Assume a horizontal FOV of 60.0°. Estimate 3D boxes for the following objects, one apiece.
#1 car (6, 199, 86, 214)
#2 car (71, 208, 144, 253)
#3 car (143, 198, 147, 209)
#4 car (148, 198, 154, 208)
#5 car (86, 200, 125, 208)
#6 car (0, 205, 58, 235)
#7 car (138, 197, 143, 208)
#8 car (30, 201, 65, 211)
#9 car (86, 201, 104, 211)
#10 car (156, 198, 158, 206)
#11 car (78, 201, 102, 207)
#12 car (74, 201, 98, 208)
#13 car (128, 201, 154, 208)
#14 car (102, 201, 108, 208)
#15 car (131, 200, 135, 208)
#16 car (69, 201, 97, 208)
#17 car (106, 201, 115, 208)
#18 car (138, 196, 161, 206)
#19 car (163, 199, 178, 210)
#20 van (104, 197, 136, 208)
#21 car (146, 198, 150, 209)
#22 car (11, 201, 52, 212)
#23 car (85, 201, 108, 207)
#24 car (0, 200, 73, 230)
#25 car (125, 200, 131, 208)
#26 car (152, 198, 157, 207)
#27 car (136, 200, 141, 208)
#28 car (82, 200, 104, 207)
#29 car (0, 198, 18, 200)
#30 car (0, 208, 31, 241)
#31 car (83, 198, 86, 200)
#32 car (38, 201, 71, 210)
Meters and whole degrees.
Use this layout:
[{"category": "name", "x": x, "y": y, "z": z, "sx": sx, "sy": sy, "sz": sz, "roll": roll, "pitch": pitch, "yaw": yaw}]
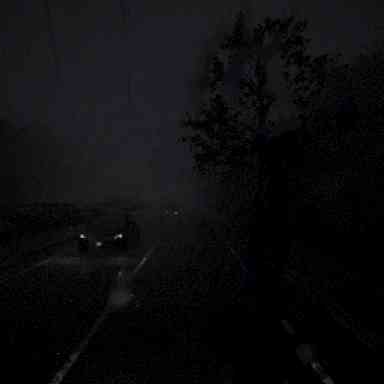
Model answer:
[{"category": "car", "x": -10.286, "y": 1.584, "z": 23.539, "sx": 4.553, "sy": 1.767, "sz": 2.185, "roll": 0, "pitch": -1, "yaw": 0}, {"category": "car", "x": -3.364, "y": 1.628, "z": 14.321, "sx": 1.812, "sy": 1.442, "sz": 4.674, "roll": 0, "pitch": -1, "yaw": 0}, {"category": "car", "x": -10.308, "y": 2.215, "z": 54.071, "sx": 4.892, "sy": 1.521, "sz": 2.231, "roll": 0, "pitch": -1, "yaw": 0}, {"category": "car", "x": -10.128, "y": 2.329, "z": 59.491, "sx": 5.366, "sy": 1.575, "sz": 1.946, "roll": 0, "pitch": -1, "yaw": 0}, {"category": "car", "x": -10.131, "y": 1.887, "z": 34.640, "sx": 5.366, "sy": 1.575, "sz": 1.946, "roll": 0, "pitch": -1, "yaw": 0}, {"category": "car", "x": -10.313, "y": 1.619, "z": 17.985, "sx": 5.008, "sy": 1.535, "sz": 2.097, "roll": 0, "pitch": -1, "yaw": 0}, {"category": "car", "x": -10.346, "y": 2.037, "z": 51.295, "sx": 4.553, "sy": 1.767, "sz": 2.185, "roll": 0, "pitch": -1, "yaw": 0}, {"category": "car", "x": -23.423, "y": 2.244, "z": 54.123, "sx": 4.792, "sy": 1.488, "sz": 2.163, "roll": 0, "pitch": -1, "yaw": 0}, {"category": "car", "x": -10.132, "y": 1.751, "z": 26.313, "sx": 5.366, "sy": 1.575, "sz": 1.946, "roll": 0, "pitch": -1, "yaw": 0}, {"category": "car", "x": -10.498, "y": 2.606, "z": 70.713, "sx": 5.366, "sy": 1.575, "sz": 1.946, "roll": 0, "pitch": -1, "yaw": 0}, {"category": "car", "x": -23.362, "y": 2.776, "z": 76.271, "sx": 4.792, "sy": 1.488, "sz": 2.163, "roll": 0, "pitch": -1, "yaw": 0}, {"category": "car", "x": -23.389, "y": 2.718, "z": 73.501, "sx": 4.674, "sy": 1.452, "sz": 2.002, "roll": 0, "pitch": -1, "yaw": 0}, {"category": "car", "x": -10.319, "y": 2.541, "z": 67.937, "sx": 4.892, "sy": 1.521, "sz": 2.231, "roll": 0, "pitch": -1, "yaw": 0}, {"category": "car", "x": -10.311, "y": 1.801, "z": 29.089, "sx": 4.892, "sy": 1.521, "sz": 2.231, "roll": 0, "pitch": -1, "yaw": 0}, {"category": "car", "x": -10.286, "y": 2.055, "z": 42.967, "sx": 4.792, "sy": 1.488, "sz": 2.163, "roll": 0, "pitch": -1, "yaw": 0}, {"category": "car", "x": -23.207, "y": 2.606, "z": 70.733, "sx": 5.366, "sy": 1.575, "sz": 1.946, "roll": 0, "pitch": -1, "yaw": 0}, {"category": "car", "x": -10.323, "y": 1.846, "z": 31.864, "sx": 4.892, "sy": 1.521, "sz": 2.231, "roll": 0, "pitch": -1, "yaw": 0}, {"category": "car", "x": -10.341, "y": 2.427, "z": 73.494, "sx": 5.566, "sy": 2.045, "sz": 2.435, "roll": 0, "pitch": -1, "yaw": 0}, {"category": "car", "x": -3.423, "y": 2.323, "z": 57.503, "sx": 1.812, "sy": 1.442, "sz": 4.674, "roll": 0, "pitch": -1, "yaw": 0}, {"category": "van", "x": -10.432, "y": 1.844, "z": 45.747, "sx": 4.442, "sy": 1.987, "sz": 1.878, "roll": 0, "pitch": -1, "yaw": 0}, {"category": "car", "x": -10.499, "y": 2.268, "z": 56.838, "sx": 5.366, "sy": 1.575, "sz": 1.946, "roll": 0, "pitch": -1, "yaw": 0}, {"category": "car", "x": -23.400, "y": 2.115, "z": 48.587, "sx": 5.008, "sy": 1.535, "sz": 2.097, "roll": 0, "pitch": -1, "yaw": 0}, {"category": "car", "x": -23.386, "y": 2.882, "z": 81.687, "sx": 5.008, "sy": 1.535, "sz": 2.097, "roll": 0, "pitch": -1, "yaw": 0}, {"category": "car", "x": -10.287, "y": 1.539, "z": 20.763, "sx": 4.553, "sy": 1.767, "sz": 2.185, "roll": 0, "pitch": -1, "yaw": 0}, {"category": "car", "x": -10.287, "y": 2.009, "z": 40.191, "sx": 4.792, "sy": 1.488, "sz": 2.163, "roll": 0, "pitch": -1, "yaw": 0}, {"category": "car", "x": -10.128, "y": 2.468, "z": 65.162, "sx": 5.366, "sy": 1.575, "sz": 1.946, "roll": 0, "pitch": -1, "yaw": 0}, {"category": "car", "x": -10.344, "y": 2.145, "z": 48.519, "sx": 4.792, "sy": 1.488, "sz": 2.163, "roll": 0, "pitch": -1, "yaw": 0}, {"category": "car", "x": -23.423, "y": 2.687, "z": 78.919, "sx": 4.553, "sy": 1.767, "sz": 2.185, "roll": 0, "pitch": -1, "yaw": 0}, {"category": "car", "x": -23.368, "y": 1.684, "z": 37.513, "sx": 5.566, "sy": 2.045, "sz": 2.435, "roll": 0, "pitch": -1, "yaw": 0}, {"category": "car", "x": -10.321, "y": 1.614, "z": 15.209, "sx": 4.674, "sy": 1.452, "sz": 2.002, "roll": 0, "pitch": -1, "yaw": 0}, {"category": "car", "x": -23.421, "y": 2.219, "z": 65.201, "sx": 5.566, "sy": 2.045, "sz": 2.435, "roll": 0, "pitch": -1, "yaw": 0}, {"category": "car", "x": -23.423, "y": 2.298, "z": 56.762, "sx": 4.792, "sy": 1.488, "sz": 2.163, "roll": 0, "pitch": -1, "yaw": 0}]
